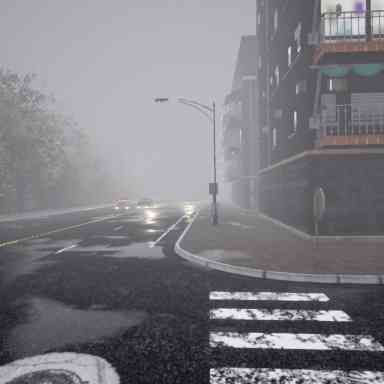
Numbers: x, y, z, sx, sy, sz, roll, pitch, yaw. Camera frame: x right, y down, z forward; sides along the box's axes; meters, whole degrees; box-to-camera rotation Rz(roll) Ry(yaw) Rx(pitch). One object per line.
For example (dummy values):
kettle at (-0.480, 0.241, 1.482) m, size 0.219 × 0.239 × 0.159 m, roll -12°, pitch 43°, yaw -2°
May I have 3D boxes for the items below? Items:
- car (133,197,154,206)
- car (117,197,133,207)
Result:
car at (-7.436, 1.551, 53.623) m, size 2.033 × 1.411 × 5.357 m, roll -1°, pitch 0°, yaw 3°
car at (-10.681, 1.525, 53.810) m, size 1.882 × 1.535 × 5.008 m, roll -1°, pitch 0°, yaw 3°
